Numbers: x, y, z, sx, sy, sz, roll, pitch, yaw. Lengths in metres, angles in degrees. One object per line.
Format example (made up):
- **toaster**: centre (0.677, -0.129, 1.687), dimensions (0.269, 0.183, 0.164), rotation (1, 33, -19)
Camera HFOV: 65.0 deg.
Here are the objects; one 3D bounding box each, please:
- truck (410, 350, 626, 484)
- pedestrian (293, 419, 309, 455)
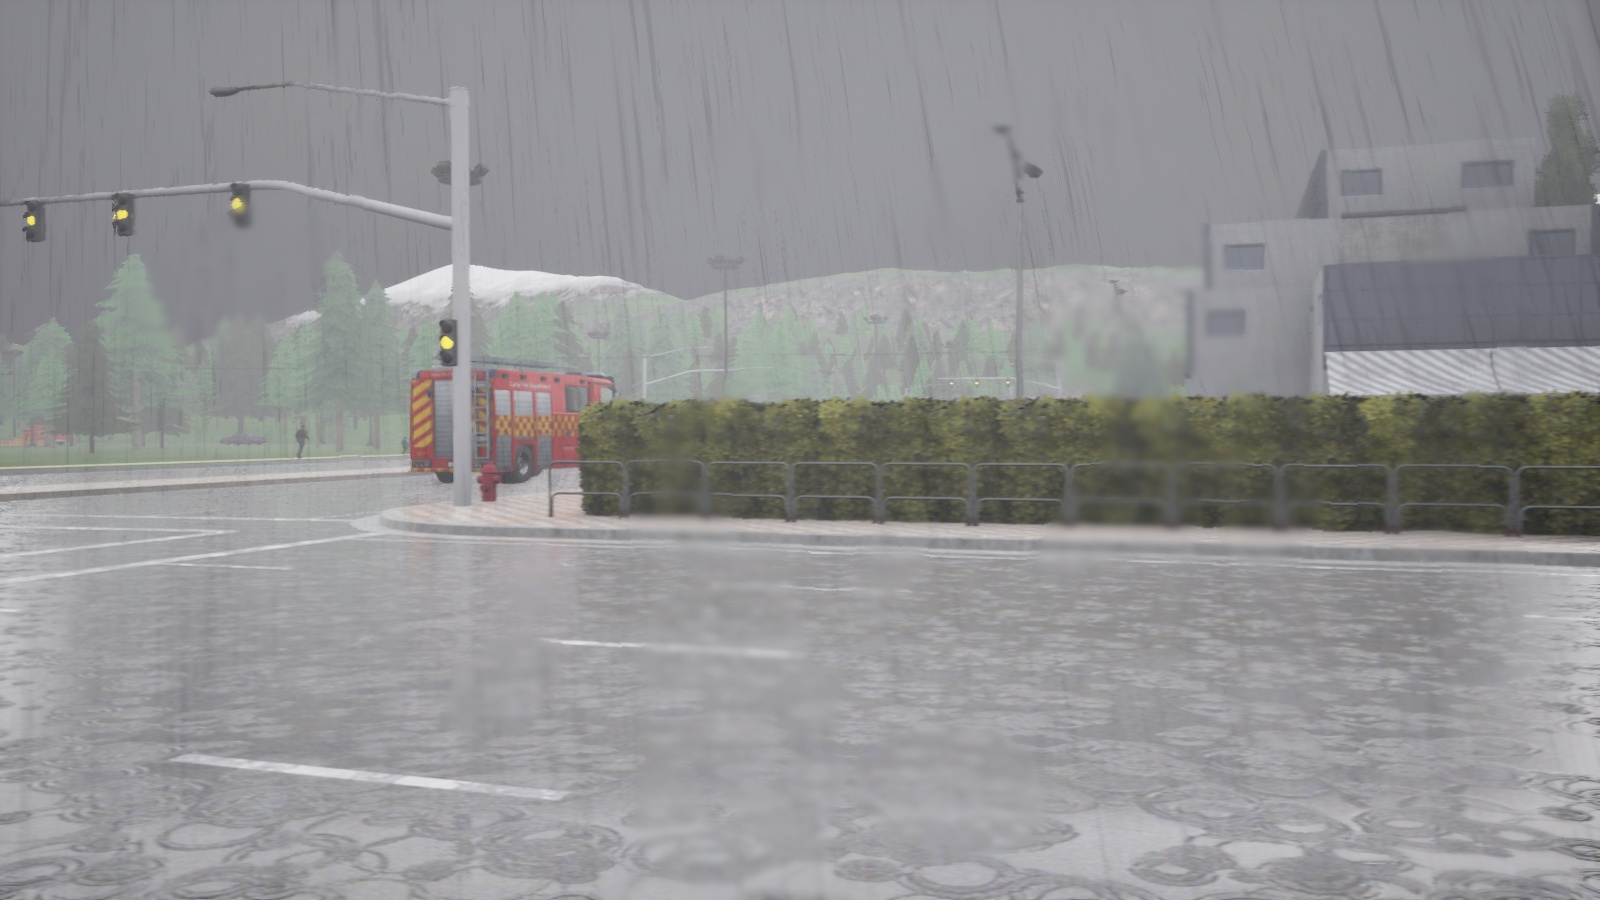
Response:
- **truck**: centre (-8.746, -1.025, 40.380), dimensions (2.891, 3.827, 8.468), rotation (1, 1, 18)
- **pedestrian**: centre (-26.045, -0.697, 65.527), dimensions (0.376, 1.854, 0.720), rotation (1, 1, 17)
